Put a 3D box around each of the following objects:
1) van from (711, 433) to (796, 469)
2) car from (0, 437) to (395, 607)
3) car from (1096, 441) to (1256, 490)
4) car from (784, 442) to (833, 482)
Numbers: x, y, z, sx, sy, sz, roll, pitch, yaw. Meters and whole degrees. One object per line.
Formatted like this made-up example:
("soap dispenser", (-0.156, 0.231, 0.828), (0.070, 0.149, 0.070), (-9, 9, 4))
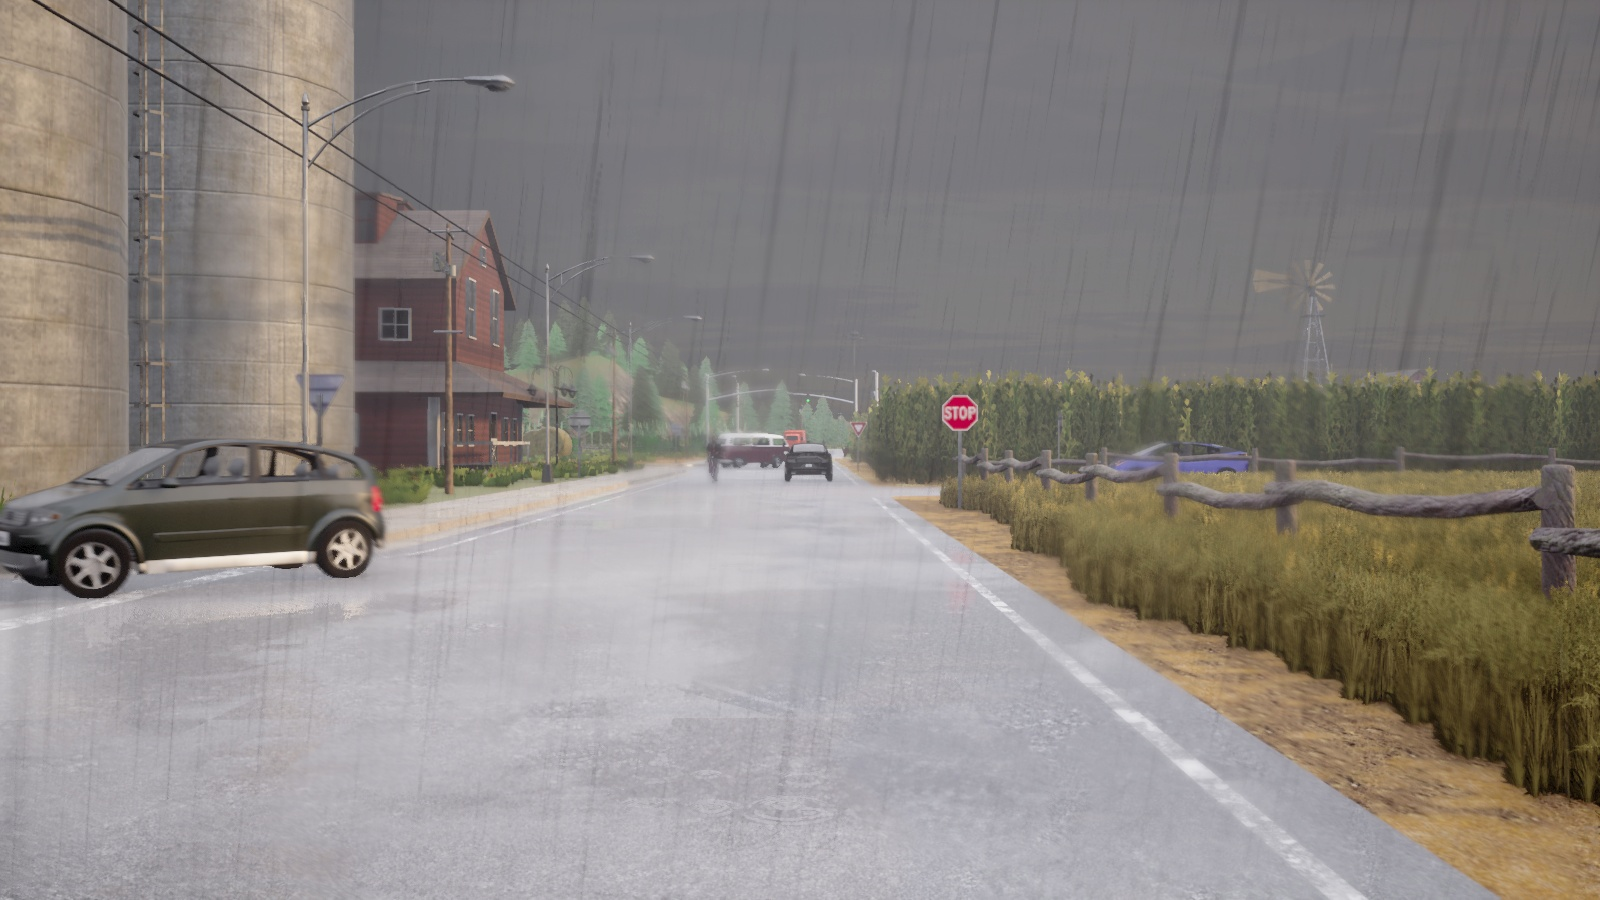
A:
("van", (-2.678, 0.049, 73.054), (4.480, 2.038, 2.069), (0, 1, -30))
("car", (-6.489, 0.644, 13.408), (1.789, 1.549, 3.705), (1, 1, 45))
("car", (11.994, 0.476, 40.265), (4.514, 1.525, 2.007), (0, 0, 0))
("car", (0.348, 0.438, 50.826), (1.882, 1.535, 5.008), (0, 0, 0))
